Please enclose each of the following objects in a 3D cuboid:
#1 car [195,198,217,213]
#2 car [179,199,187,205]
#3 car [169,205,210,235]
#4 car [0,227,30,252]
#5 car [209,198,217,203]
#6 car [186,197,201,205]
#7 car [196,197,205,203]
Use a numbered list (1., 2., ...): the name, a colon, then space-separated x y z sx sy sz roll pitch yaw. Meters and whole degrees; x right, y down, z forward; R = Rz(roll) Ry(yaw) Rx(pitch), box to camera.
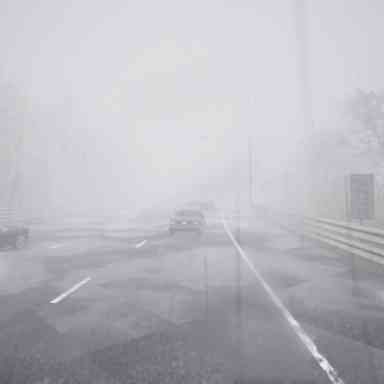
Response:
1. car: 2.014 1.841 42.656 2.128 1.511 4.902 0 0 6
2. car: -1.534 2.111 70.064 1.812 1.442 4.674 0 -1 8
3. car: -0.190 1.705 19.810 2.033 1.411 5.357 0 0 5
4. car: -7.829 1.689 11.799 1.895 1.301 4.718 0 0 4
5. car: 6.077 2.342 95.030 1.812 1.442 4.674 0 -1 10
6. car: 0.665 2.104 60.587 1.895 1.301 4.718 0 -1 8
7. car: 2.411 2.289 94.433 1.882 1.535 5.008 0 -1 10
